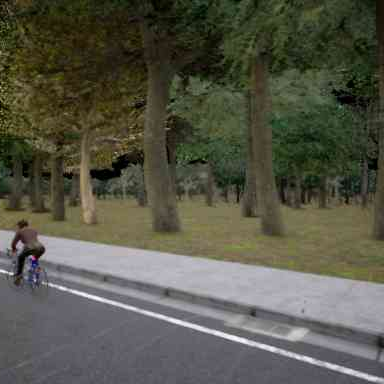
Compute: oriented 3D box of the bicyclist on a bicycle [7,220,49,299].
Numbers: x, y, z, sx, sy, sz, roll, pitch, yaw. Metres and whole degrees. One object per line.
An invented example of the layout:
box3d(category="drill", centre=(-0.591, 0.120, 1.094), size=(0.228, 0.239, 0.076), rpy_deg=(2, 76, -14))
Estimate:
box3d(category="bicyclist on a bicycle", centre=(-3.578, 1.434, 7.209), size=(1.656, 1.620, 0.582), rpy_deg=(0, 0, 36))
